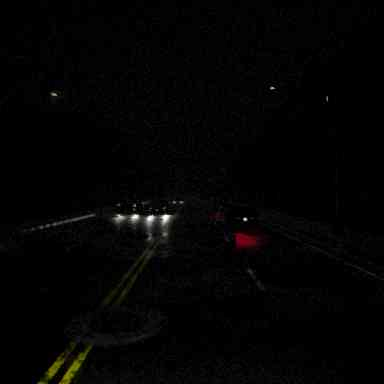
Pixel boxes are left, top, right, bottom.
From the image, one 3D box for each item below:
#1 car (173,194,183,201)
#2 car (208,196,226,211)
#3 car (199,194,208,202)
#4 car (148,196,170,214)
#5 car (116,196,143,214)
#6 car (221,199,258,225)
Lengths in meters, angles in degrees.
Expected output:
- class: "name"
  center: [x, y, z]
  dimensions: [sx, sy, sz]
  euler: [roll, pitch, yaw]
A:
- class: "car"
  center: [-3.197, 1.156, 76.478]
  dimensions: [2.097, 1.767, 4.553]
  euler: [0, 0, 0]
- class: "car"
  center: [3.378, 1.444, 40.063]
  dimensions: [2.128, 1.511, 4.902]
  euler: [0, 0, 0]
- class: "car"
  center: [3.303, 1.503, 76.387]
  dimensions: [2.033, 1.411, 5.357]
  euler: [0, 0, 0]
- class: "car"
  center: [-3.322, 1.461, 34.062]
  dimensions: [1.837, 1.490, 4.892]
  euler: [0, 0, 0]
- class: "car"
  center: [-6.569, 1.307, 35.273]
  dimensions: [2.097, 1.767, 4.553]
  euler: [0, 0, 0]
- class: "car"
  center: [3.367, 1.470, 23.447]
  dimensions: [1.837, 1.490, 4.892]
  euler: [0, 0, 0]
